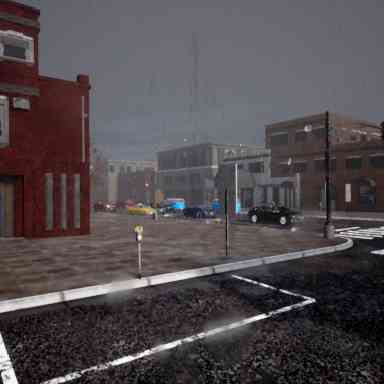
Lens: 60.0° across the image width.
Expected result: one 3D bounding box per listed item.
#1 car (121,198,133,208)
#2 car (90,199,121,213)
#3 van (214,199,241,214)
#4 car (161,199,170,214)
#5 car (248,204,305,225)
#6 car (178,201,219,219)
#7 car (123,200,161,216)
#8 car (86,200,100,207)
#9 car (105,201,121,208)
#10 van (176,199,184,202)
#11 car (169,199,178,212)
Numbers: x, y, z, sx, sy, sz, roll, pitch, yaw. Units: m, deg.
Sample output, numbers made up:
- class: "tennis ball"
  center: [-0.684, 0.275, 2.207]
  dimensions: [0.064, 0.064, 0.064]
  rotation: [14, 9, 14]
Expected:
- class: "car"
  center: [-12.646, 2.085, 62.519]
  dimensions: [2.192, 1.841, 5.009]
  rotation: [-2, 0, -36]
- class: "car"
  center: [-12.744, 2.001, 48.490]
  dimensions: [2.192, 1.841, 5.009]
  rotation: [-2, 0, -36]
- class: "van"
  center: [4.029, 1.707, 39.657]
  dimensions: [1.690, 1.788, 3.998]
  rotation: [-2, 0, -36]
- class: "car"
  center: [-5.156, 2.034, 42.468]
  dimensions: [1.837, 1.490, 4.892]
  rotation: [-1, 0, -36]
- class: "car"
  center: [6.594, 1.750, 26.338]
  dimensions: [1.837, 1.490, 4.892]
  rotation: [-1, 0, -36]
- class: "car"
  center: [0.773, 1.950, 34.340]
  dimensions: [1.994, 1.385, 4.181]
  rotation: [-1, 0, -35]
- class: "car"
  center: [-5.968, 2.048, 39.208]
  dimensions: [1.752, 1.417, 4.829]
  rotation: [-2, 0, -36]
- class: "car"
  center: [-22.643, 2.595, 76.237]
  dimensions: [1.802, 1.307, 4.206]
  rotation: [-2, 0, -36]
- class: "car"
  center: [-15.973, 2.433, 67.092]
  dimensions: [1.802, 1.307, 4.206]
  rotation: [-2, 0, -36]
- class: "van"
  center: [-2.640, 1.868, 48.801]
  dimensions: [1.690, 1.788, 3.998]
  rotation: [-2, 0, -36]
- class: "car"
  center: [-4.293, 2.105, 46.698]
  dimensions: [1.994, 1.385, 4.181]
  rotation: [-1, 0, -36]
